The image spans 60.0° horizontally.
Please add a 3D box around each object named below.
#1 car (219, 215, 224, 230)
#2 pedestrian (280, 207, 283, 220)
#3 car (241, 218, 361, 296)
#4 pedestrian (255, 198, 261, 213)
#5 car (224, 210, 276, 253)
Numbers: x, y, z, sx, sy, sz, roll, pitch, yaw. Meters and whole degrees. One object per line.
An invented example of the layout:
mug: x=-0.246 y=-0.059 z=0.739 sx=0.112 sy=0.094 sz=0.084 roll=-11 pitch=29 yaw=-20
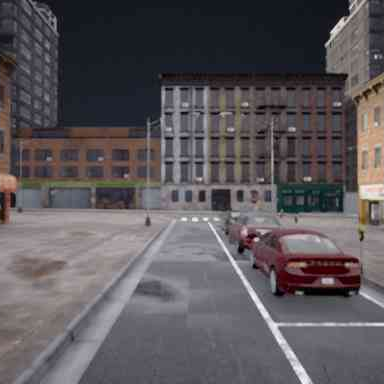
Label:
car: x=2.659 y=1.736 z=19.728 sx=2.008 sy=1.369 sz=4.403 roll=0 pitch=-1 yaw=0
pedestrian: x=8.033 y=1.912 z=29.642 sx=0.500 sy=1.100 sz=0.500 roll=0 pitch=-1 yaw=0
car: x=2.651 y=1.627 z=8.721 sx=1.887 sy=1.381 sz=4.507 roll=0 pitch=-1 yaw=0
pedestrian: x=6.034 y=1.422 z=30.252 sx=0.375 sy=1.860 sz=0.375 roll=0 pitch=-1 yaw=0
car: x=2.656 y=1.573 z=14.226 sx=1.967 sy=1.590 sz=4.097 roll=0 pitch=-1 yaw=0
